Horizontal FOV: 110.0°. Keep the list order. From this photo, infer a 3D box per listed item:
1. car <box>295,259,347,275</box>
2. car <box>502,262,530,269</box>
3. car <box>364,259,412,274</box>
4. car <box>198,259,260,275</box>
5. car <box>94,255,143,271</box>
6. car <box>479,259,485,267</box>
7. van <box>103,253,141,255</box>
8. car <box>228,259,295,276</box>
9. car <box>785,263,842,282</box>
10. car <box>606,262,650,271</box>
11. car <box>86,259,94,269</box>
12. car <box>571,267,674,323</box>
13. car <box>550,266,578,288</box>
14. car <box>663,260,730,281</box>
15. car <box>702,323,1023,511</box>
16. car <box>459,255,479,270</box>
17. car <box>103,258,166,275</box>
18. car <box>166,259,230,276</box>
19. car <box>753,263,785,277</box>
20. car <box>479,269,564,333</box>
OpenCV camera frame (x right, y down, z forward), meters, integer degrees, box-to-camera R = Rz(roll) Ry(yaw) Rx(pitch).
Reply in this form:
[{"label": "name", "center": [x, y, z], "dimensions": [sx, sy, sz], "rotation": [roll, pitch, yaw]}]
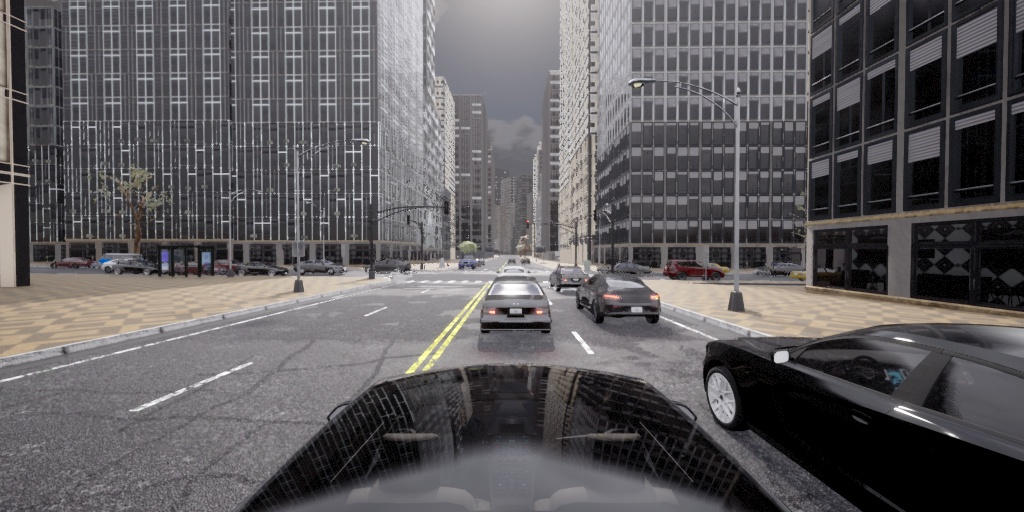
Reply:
[{"label": "car", "center": [-18.814, 1.091, 35.279], "dimensions": [4.902, 1.511, 2.128], "rotation": [1, 1, 1]}, {"label": "car", "center": [0.092, 1.266, 20.228], "dimensions": [1.812, 1.442, 4.674], "rotation": [0, 0, 0]}, {"label": "car", "center": [-13.289, 1.102, 38.376], "dimensions": [4.892, 1.490, 1.837], "rotation": [1, 1, 1]}, {"label": "car", "center": [-27.911, 1.043, 35.460], "dimensions": [4.674, 1.442, 1.812], "rotation": [1, 1, 1]}, {"label": "car", "center": [-37.960, 0.951, 35.668], "dimensions": [4.674, 1.442, 1.812], "rotation": [1, 1, 2]}, {"label": "car", "center": [-6.592, 1.193, 63.788], "dimensions": [2.128, 1.511, 4.902], "rotation": [0, 0, 0]}, {"label": "van", "center": [-45.305, 0.605, 41.608], "dimensions": [3.998, 1.789, 1.690], "rotation": [0, 0, 1]}, {"label": "car", "center": [-22.745, 1.173, 32.651], "dimensions": [4.313, 1.339, 1.948], "rotation": [0, 0, 1]}, {"label": "car", "center": [27.628, 1.578, 31.950], "dimensions": [4.829, 1.417, 1.751], "rotation": [0, 0, 1]}, {"label": "car", "center": [11.861, 1.367, 38.127], "dimensions": [5.357, 1.411, 2.033], "rotation": [1, 1, 3]}, {"label": "car", "center": [-42.214, 0.882, 38.946], "dimensions": [5.357, 1.411, 2.033], "rotation": [1, 1, 1]}, {"label": "car", "center": [3.347, 1.271, 11.906], "dimensions": [1.812, 1.442, 4.674], "rotation": [0, 0, 0]}, {"label": "car", "center": [3.344, 1.287, 21.317], "dimensions": [2.033, 1.411, 5.357], "rotation": [0, 0, 0]}, {"label": "car", "center": [16.180, 1.268, 32.141], "dimensions": [5.009, 1.841, 2.192], "rotation": [0, 0, 1]}, {"label": "car", "center": [3.345, 1.227, 2.560], "dimensions": [1.882, 1.535, 5.008], "rotation": [0, 0, 0]}, {"label": "car", "center": [-6.621, 0.935, 53.870], "dimensions": [2.150, 2.045, 5.566], "rotation": [0, 0, 0]}, {"label": "car", "center": [-34.110, 1.069, 32.952], "dimensions": [4.313, 1.339, 1.948], "rotation": [0, 0, 1]}, {"label": "car", "center": [-28.429, 1.138, 32.782], "dimensions": [4.207, 1.307, 1.802], "rotation": [0, 0, 1]}, {"label": "car", "center": [28.099, 1.456, 37.717], "dimensions": [4.902, 1.511, 2.128], "rotation": [1, 1, 1]}, {"label": "car", "center": [0.097, 1.294, 10.637], "dimensions": [2.033, 1.411, 5.357], "rotation": [0, 0, 0]}]
